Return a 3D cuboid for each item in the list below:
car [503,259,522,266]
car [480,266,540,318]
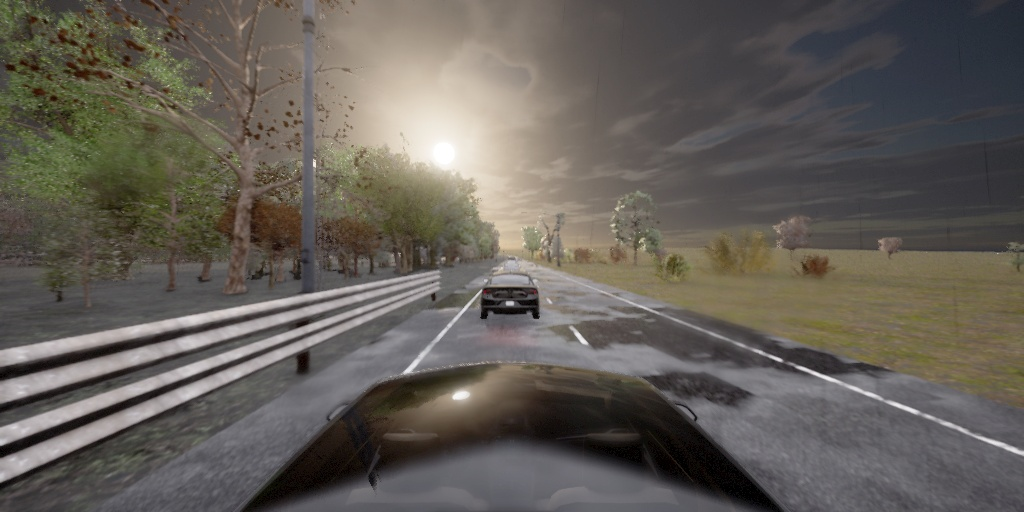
[{"bbox_3d":[-0.051,1.389,43.304,1.812,1.442,4.674,0,0,0],"label":"car"},{"bbox_3d":[-0.059,1.280,13.149,1.882,1.535,5.008,0,0,0],"label":"car"}]
